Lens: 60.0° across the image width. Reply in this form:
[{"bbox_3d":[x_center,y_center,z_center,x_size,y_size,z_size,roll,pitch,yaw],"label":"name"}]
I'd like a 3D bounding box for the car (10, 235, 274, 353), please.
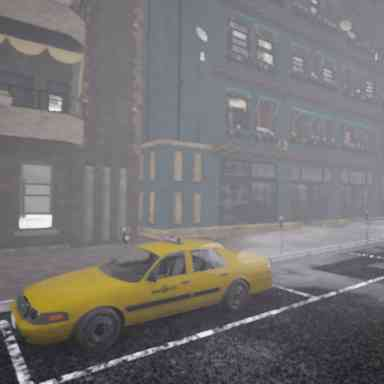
[{"bbox_3d":[-0.575,1.519,6.134,4.829,1.417,1.752,0,1,-35],"label":"car"}]
